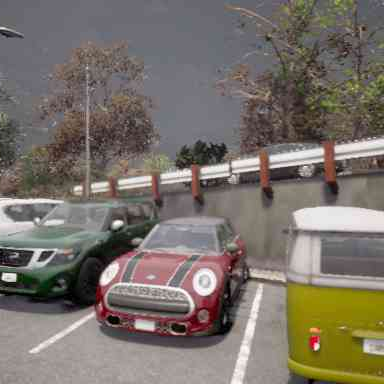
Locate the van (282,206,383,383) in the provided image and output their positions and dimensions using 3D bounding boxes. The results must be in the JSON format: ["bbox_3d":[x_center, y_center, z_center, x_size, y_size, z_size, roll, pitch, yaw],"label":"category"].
[{"bbox_3d":[2.396,1.261,5.301,1.878,1.987,4.442,0,-1,15],"label":"van"}]

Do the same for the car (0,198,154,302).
[{"bbox_3d":[-2.546,1.224,8.672,2.435,2.045,5.566,1,-1,15],"label":"car"}]

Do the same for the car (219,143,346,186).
[{"bbox_3d":[3.335,-1.034,13.056,4.892,1.490,1.837,-5,-3,36],"label":"car"}]

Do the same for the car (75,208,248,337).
[{"bbox_3d":[-0.076,1.355,6.973,2.185,1.767,4.553,1,-1,15],"label":"car"}]

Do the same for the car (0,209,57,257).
[{"bbox_3d":[-7.477,1.496,12.237,2.163,1.488,4.792,0,-1,16],"label":"car"}]
